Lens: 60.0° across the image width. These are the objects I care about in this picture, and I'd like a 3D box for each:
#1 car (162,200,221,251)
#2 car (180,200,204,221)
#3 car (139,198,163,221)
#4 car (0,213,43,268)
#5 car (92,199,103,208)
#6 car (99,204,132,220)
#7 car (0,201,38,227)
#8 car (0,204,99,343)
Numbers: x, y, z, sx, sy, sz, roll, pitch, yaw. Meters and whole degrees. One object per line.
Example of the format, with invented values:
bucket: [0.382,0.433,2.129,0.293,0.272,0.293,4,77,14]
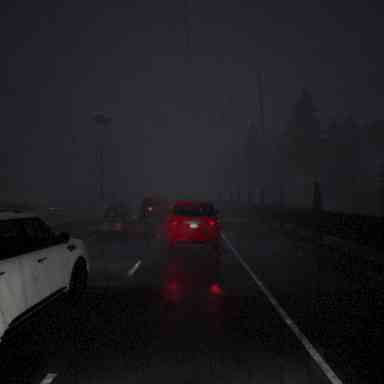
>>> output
car: [0.062,1.384,15.037,2.150,2.045,5.566,0,-1,0]
car: [0.021,1.689,31.264,2.097,1.767,4.553,0,-1,0]
car: [-3.476,1.552,30.540,2.150,2.045,5.566,0,-1,0]
car: [-6.936,1.599,10.842,1.882,1.535,5.008,0,0,0]
car: [-17.998,2.191,63.405,1.837,1.490,4.892,1,0,-16]
car: [-6.979,1.835,31.531,2.128,1.511,4.902,0,-1,0]
car: [-14.177,1.642,26.152,2.097,1.767,4.553,0,-1,0]
car: [-3.444,1.284,5.260,2.150,2.045,5.566,0,0,2]
